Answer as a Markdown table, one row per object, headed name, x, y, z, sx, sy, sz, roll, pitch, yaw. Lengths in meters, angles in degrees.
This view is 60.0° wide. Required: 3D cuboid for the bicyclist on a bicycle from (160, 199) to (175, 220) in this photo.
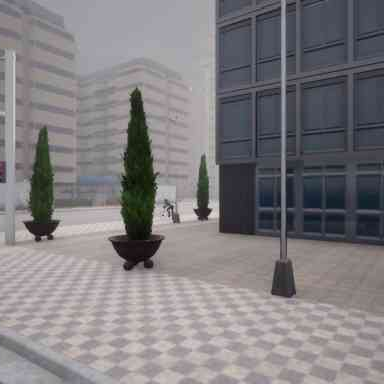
| name | x | y | z | sx | sy | sz | roll | pitch | yaw |
| --- | --- | --- | --- | --- | --- | --- | --- | --- | --- |
| bicyclist on a bicycle | -1.890 | 1.356 | 25.798 | 1.656 | 1.620 | 0.582 | 0 | 0 | 35 |
